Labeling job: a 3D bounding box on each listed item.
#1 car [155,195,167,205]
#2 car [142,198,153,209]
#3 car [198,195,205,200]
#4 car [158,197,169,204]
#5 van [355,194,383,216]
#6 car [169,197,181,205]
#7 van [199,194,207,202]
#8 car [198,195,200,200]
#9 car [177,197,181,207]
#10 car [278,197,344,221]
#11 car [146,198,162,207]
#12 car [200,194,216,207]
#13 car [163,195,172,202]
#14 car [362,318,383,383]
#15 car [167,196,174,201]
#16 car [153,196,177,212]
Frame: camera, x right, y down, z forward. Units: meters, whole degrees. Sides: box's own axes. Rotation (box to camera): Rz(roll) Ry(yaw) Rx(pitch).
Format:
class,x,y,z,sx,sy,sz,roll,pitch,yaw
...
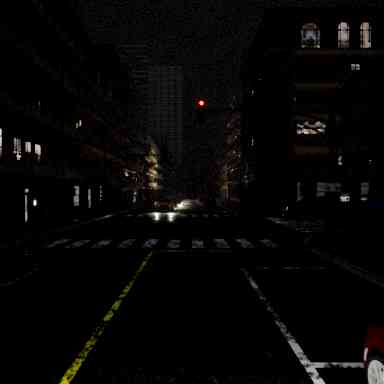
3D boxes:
class,x,y,z,sx,sy,sz,roll,pitch,yaw
car,-5.730,1.461,61.875,1.967,1.590,4.097,-1,0,0
car,-5.719,1.560,45.292,2.008,1.369,4.403,0,0,0
car,2.633,1.600,95.042,1.887,1.381,4.507,-1,0,0
car,-5.732,1.608,67.403,1.802,1.307,4.206,-1,0,0
van,15.628,1.035,27.397,3.998,1.788,1.690,-1,1,-1
car,-3.091,1.622,62.213,1.895,1.301,4.718,0,0,0
van,2.640,1.377,78.458,1.690,1.788,3.998,-1,0,0
car,2.649,1.576,67.402,2.008,1.369,4.403,-1,0,0
car,-3.121,1.560,50.025,2.033,1.411,5.357,0,0,0
car,8.835,1.186,25.113,4.553,1.767,2.097,-1,0,4
car,-5.723,1.579,50.819,1.947,1.339,4.313,0,0,0
car,2.656,1.453,50.819,1.967,1.590,4.097,-1,0,0
car,-5.738,1.561,78.289,1.752,1.417,4.829,-1,0,0
car,2.684,1.544,1.819,1.887,1.381,4.507,0,0,0
car,-5.743,1.631,89.515,1.802,1.307,4.206,-1,0,0
car,-3.117,1.483,39.313,1.882,1.535,5.008,0,0,0
